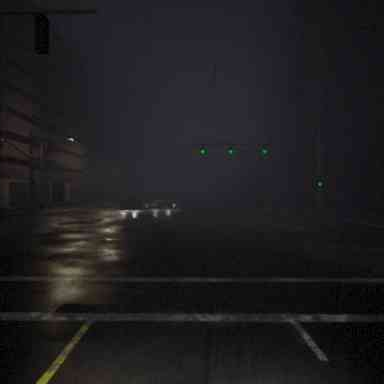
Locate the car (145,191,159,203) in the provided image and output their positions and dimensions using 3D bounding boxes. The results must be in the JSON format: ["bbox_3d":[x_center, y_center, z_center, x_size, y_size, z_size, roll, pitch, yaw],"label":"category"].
[{"bbox_3d":[-7.004,0.925,60.047,2.150,2.045,5.566,0,0,0],"label":"car"}]

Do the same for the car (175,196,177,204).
[{"bbox_3d":[-3.516,1.265,57.078,2.033,1.411,5.357,0,0,1],"label":"car"}]

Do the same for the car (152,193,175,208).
[{"bbox_3d":[-3.576,1.265,42.878,1.882,1.535,5.008,0,0,0],"label":"car"}]

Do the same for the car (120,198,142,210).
[{"bbox_3d":[-7.087,1.370,39.074,1.994,1.385,4.181,0,0,0],"label":"car"}]
